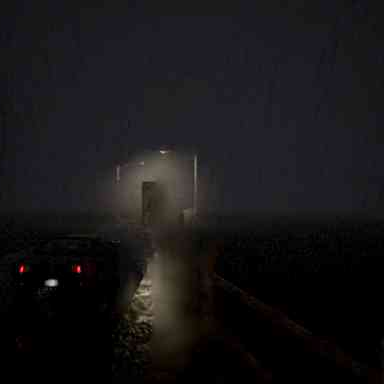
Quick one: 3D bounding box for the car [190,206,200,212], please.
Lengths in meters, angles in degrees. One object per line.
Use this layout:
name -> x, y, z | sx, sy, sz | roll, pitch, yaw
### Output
car -> 0.956, 4.849, 94.938 | 2.128, 1.511, 4.902 | 0, -2, 8

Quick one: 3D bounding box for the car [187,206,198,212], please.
car -> -0.275, 4.529, 84.635 | 2.033, 1.411, 5.357 | 0, -2, 6

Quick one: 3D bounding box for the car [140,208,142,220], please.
car -> -5.849, 2.850, 47.275 | 2.150, 2.045, 5.566 | 0, -2, 2

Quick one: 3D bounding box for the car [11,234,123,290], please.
car -> -3.330, 1.906, 9.973 | 1.895, 1.301, 4.718 | 0, -2, -2
